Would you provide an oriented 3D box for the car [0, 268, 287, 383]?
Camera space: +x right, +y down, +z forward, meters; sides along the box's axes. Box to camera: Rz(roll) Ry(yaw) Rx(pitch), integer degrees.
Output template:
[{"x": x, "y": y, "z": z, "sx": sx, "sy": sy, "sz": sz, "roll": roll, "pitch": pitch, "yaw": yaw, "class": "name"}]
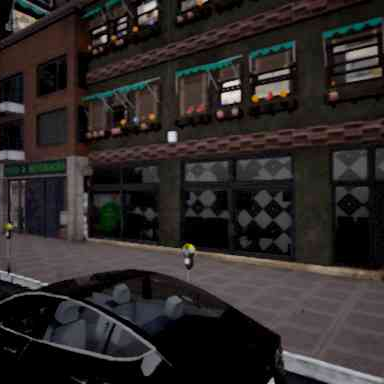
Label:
[{"x": -1.140, "y": 1.564, "z": 3.692, "sx": 4.313, "sy": 1.339, "sz": 1.947, "roll": 0, "pitch": 0, "yaw": 35, "class": "car"}]
